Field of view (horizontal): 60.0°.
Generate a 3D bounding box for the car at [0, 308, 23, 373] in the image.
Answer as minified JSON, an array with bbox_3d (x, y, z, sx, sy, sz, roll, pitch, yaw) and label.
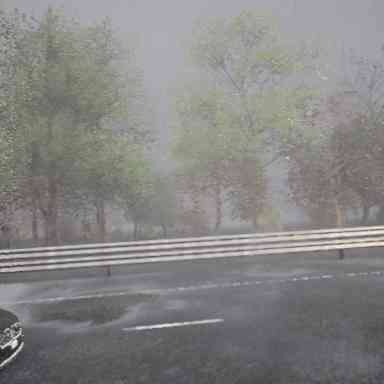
[{"bbox_3d":[-5.126,2.173,4.777,4.892,1.490,1.837,-3,-4,-7],"label":"car"}]
